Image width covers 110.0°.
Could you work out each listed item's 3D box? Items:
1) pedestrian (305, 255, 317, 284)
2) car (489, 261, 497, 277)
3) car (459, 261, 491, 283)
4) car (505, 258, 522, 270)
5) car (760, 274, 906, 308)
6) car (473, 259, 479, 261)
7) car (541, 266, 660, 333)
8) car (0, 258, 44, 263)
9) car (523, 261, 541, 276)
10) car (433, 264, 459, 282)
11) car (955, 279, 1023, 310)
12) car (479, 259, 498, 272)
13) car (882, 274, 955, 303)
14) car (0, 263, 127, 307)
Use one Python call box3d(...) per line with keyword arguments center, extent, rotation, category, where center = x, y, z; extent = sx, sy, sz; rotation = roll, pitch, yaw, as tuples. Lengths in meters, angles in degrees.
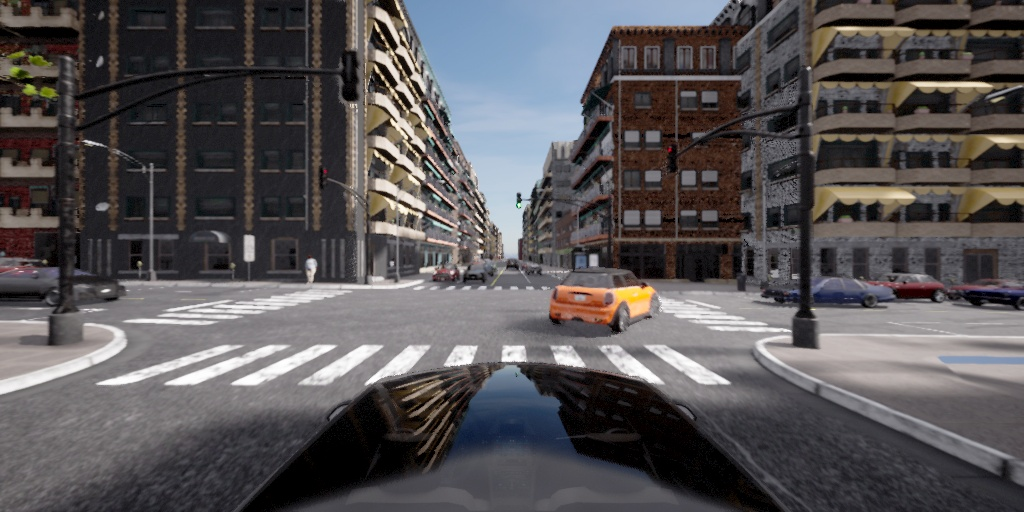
box3d(center=(-12.723, 0.804, 22.603), extent=(0.375, 1.860, 0.375), rotation=(0, -1, -1), category="pedestrian")
box3d(center=(-3.094, 1.596, 40.672), extent=(1.994, 1.385, 4.181), rotation=(0, 0, 2), category="car")
box3d(center=(-3.115, 1.466, 31.014), extent=(1.837, 1.490, 4.892), rotation=(0, 0, 0), category="car")
box3d(center=(0.072, 1.406, 61.713), extent=(2.150, 2.045, 5.566), rotation=(0, 0, 0), category="car")
box3d(center=(15.241, 1.699, 17.416), extent=(5.357, 1.411, 2.033), rotation=(1, 0, -1), category="car")
box3d(center=(-5.717, 1.485, 59.795), extent=(2.192, 1.841, 5.009), rotation=(0, 0, 0), category="car")
box3d(center=(3.090, 1.177, 11.389), extent=(2.097, 1.767, 4.553), rotation=(1, 0, 36), category="car")
box3d(center=(-27.778, 0.828, 19.469), extent=(4.097, 1.591, 1.967), rotation=(0, 0, -1), category="car")
box3d(center=(2.671, 1.598, 42.879), extent=(2.007, 1.370, 4.403), rotation=(0, 0, 0), category="car")
box3d(center=(-5.704, 1.405, 31.603), extent=(1.967, 1.591, 4.097), rotation=(0, 0, 0), category="car")
box3d(center=(25.274, 1.931, 17.538), extent=(4.718, 1.301, 1.895), rotation=(1, 0, -1), category="car")
box3d(center=(-3.107, 1.457, 50.703), extent=(2.097, 1.767, 4.553), rotation=(0, 0, 0), category="car")
box3d(center=(21.371, 1.705, 20.050), extent=(4.097, 1.591, 1.967), rotation=(0, 0, -1), category="car")
box3d(center=(-17.655, 1.123, 13.806), extent=(4.181, 1.385, 1.994), rotation=(1, 0, -1), category="car")
